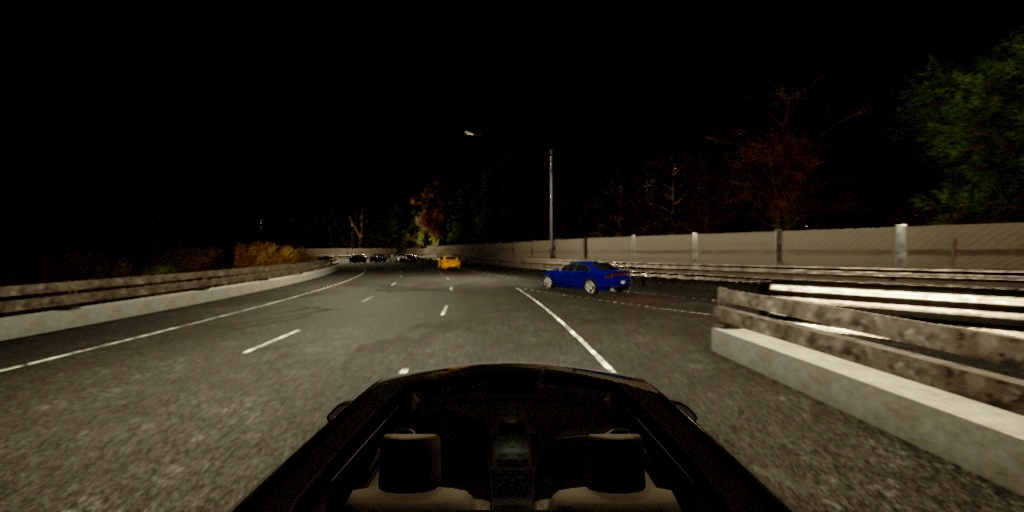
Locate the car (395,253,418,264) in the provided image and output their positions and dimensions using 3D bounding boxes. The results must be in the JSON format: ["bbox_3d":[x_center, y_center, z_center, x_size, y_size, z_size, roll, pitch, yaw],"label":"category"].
[{"bbox_3d":[-17.975,0.580,62.186,2.033,1.411,5.357,-1,1,-34],"label":"car"}]

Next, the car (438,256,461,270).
[{"bbox_3d":[-7.032,0.719,39.948,1.882,1.535,5.008,-2,2,-20],"label":"car"}]

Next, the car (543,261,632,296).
[{"bbox_3d":[3.548,0.987,17.861,1.882,1.535,5.008,-1,1,-33],"label":"car"}]
